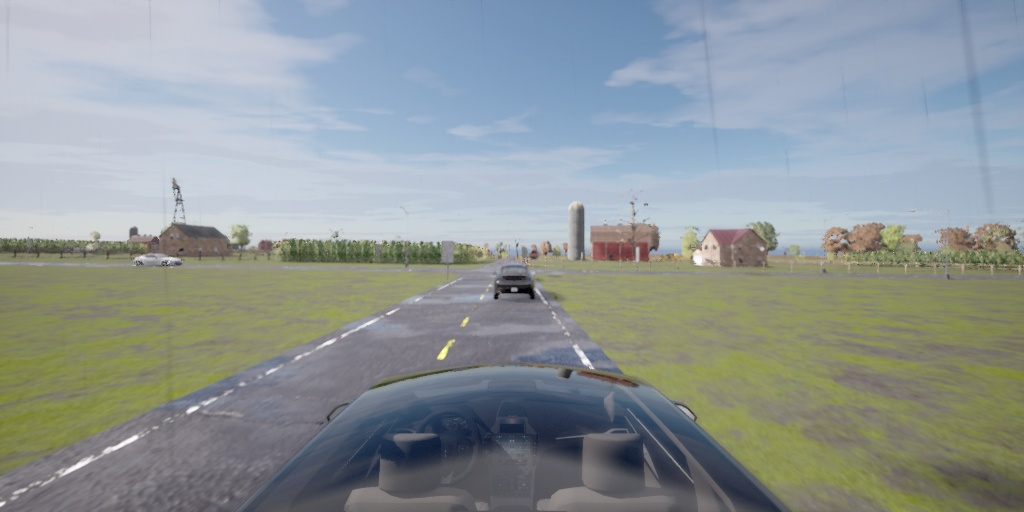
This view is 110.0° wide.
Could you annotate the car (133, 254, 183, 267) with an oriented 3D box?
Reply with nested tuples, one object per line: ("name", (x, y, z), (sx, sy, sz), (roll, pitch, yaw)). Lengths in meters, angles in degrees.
("car", (-40.408, 0.477, 40.985), (4.674, 1.442, 1.812), (1, 1, 0))

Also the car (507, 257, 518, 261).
("car", (0.057, 1.064, 28.358), (1.882, 1.535, 5.008), (0, 0, -1))

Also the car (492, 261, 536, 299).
("car", (0.097, 1.155, 17.467), (1.837, 1.490, 4.892), (0, 0, 0))
